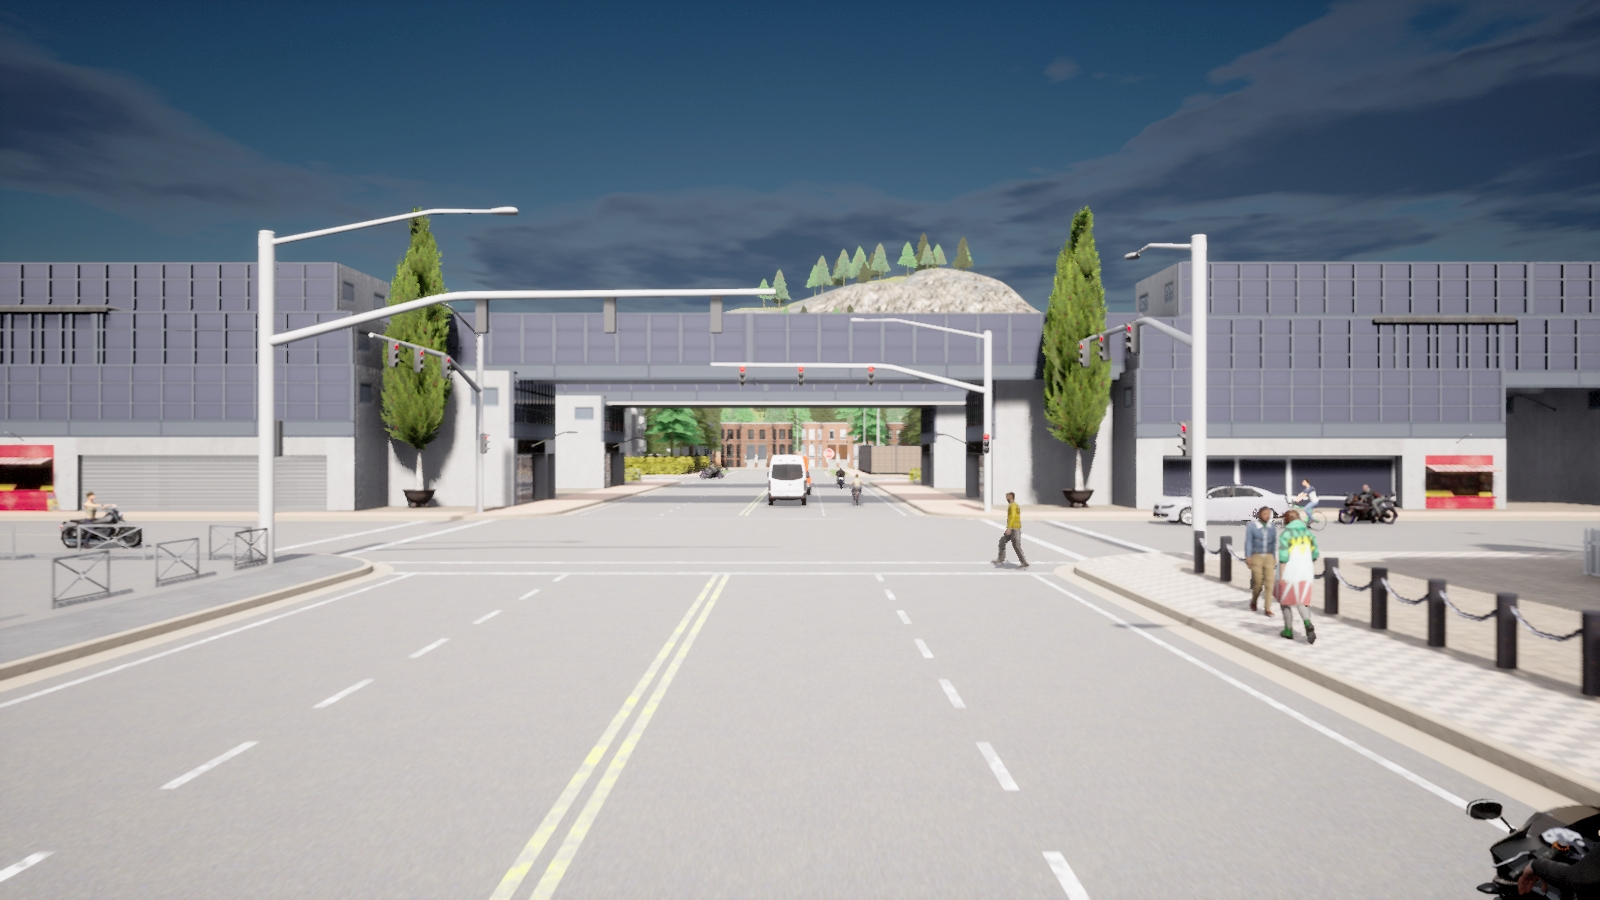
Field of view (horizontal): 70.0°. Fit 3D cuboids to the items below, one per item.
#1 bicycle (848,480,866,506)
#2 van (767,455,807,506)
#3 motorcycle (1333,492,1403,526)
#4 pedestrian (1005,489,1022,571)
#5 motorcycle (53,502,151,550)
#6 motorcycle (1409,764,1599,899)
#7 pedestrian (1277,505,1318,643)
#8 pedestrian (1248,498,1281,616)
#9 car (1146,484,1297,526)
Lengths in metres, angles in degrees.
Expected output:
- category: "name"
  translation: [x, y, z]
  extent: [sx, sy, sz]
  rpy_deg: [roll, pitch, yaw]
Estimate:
- category: "bicycle"
  translation: [2.880, 2.166, 57.915]
  extent: [0.859, 1.276, 1.487]
  rpy_deg: [0, 0, 0]
- category: "van"
  translation: [-0.626, 1.543, 60.271]
  extent: [1.988, 2.561, 5.915]
  rpy_deg: [0, 0, 0]
- category: "motorcycle"
  translation: [21.410, 2.211, 43.124]
  extent: [2.209, 1.251, 0.867]
  rpy_deg: [0, 0, 0]
- category: "pedestrian"
  translation: [4.977, 1.852, 26.595]
  extent: [0.375, 1.860, 0.375]
  rpy_deg: [0, 0, 13]
- category: "motorcycle"
  translation: [-19.889, 2.159, 32.581]
  extent: [2.356, 1.307, 0.764]
  rpy_deg: [0, 0, 1]
- category: "motorcycle"
  translation: [3.499, 2.206, 4.642]
  extent: [0.867, 1.251, 2.209]
  rpy_deg: [0, 0, 0]
- category: "pedestrian"
  translation: [6.866, 1.700, 15.771]
  extent: [0.375, 1.860, 0.375]
  rpy_deg: [0, 0, -6]
- category: "pedestrian"
  translation: [7.434, 1.702, 18.293]
  extent: [0.375, 1.860, 0.375]
  rpy_deg: [0, 0, 4]
- category: "car"
  translation: [15.837, 2.067, 43.129]
  extent: [4.892, 1.480, 2.231]
  rpy_deg: [0, 0, 0]
